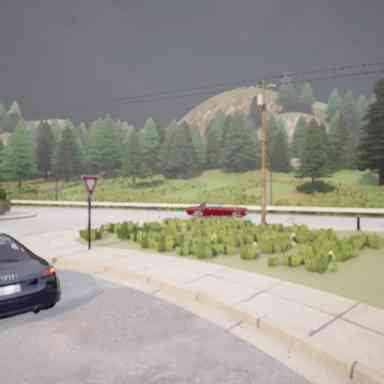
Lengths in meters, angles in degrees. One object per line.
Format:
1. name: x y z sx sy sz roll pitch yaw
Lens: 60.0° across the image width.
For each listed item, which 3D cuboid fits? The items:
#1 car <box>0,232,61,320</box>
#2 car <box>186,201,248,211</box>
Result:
1. car: -4.356 1.497 6.583 4.181 1.385 1.994 1 1 42
2. car: 2.014 1.382 25.357 4.718 1.301 1.895 0 0 16
